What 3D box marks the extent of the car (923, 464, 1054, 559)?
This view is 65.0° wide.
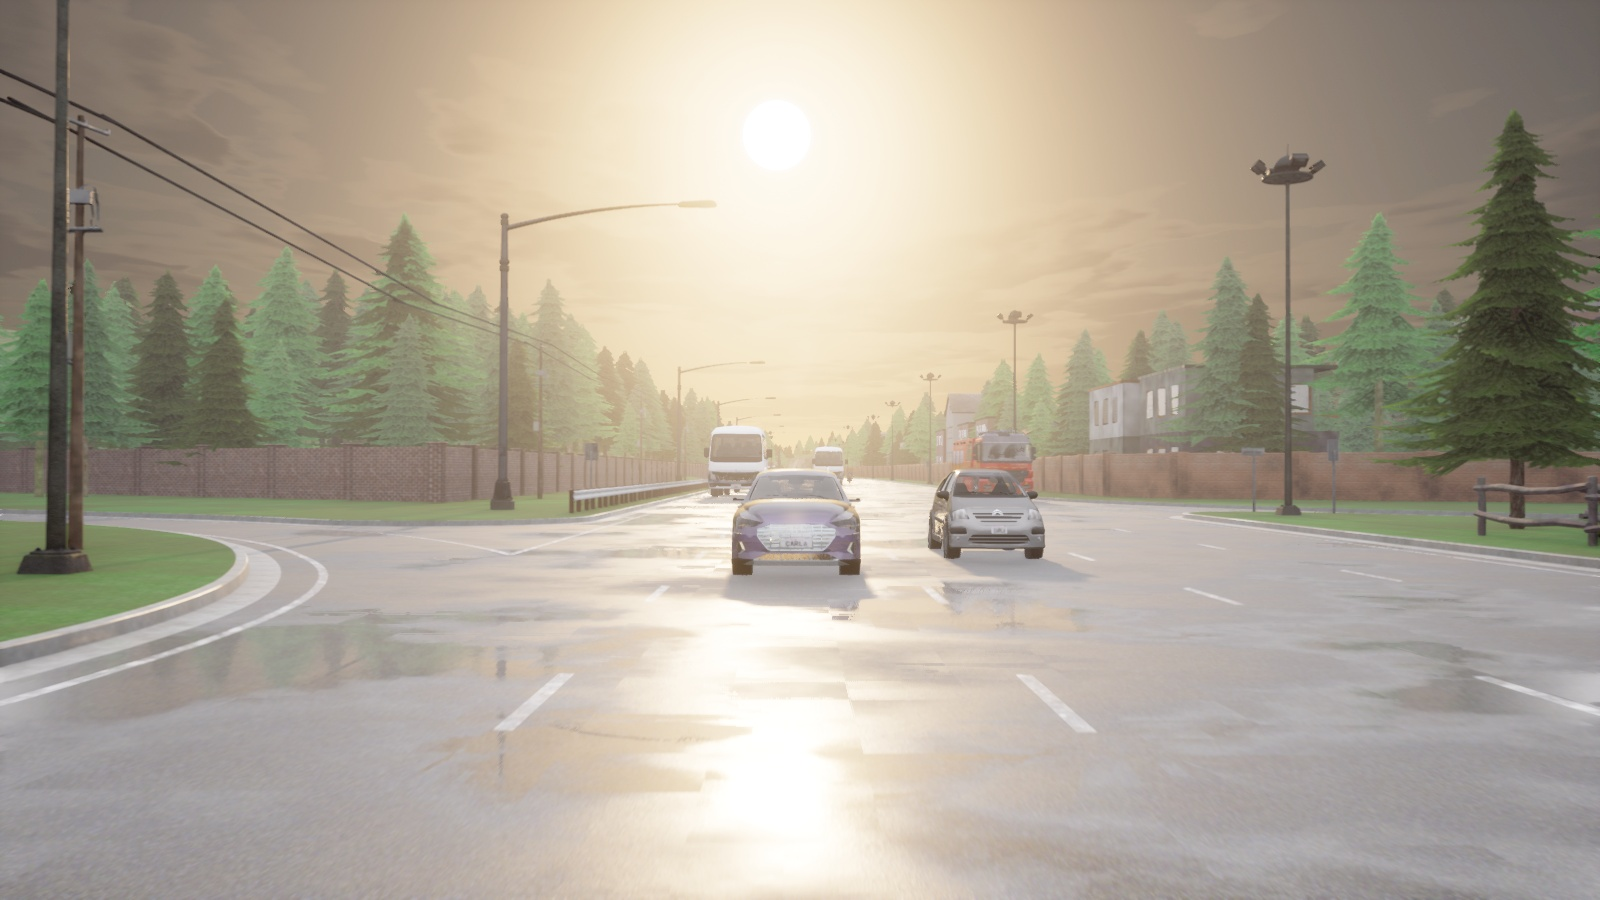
[{"bbox_3d":[3.443,1.089,23.602,1.851,1.617,3.988,0,-1,0],"label":"car"}]

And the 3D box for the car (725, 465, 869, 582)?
[{"bbox_3d":[-0.049,1.078,20.195,2.033,1.649,4.856,0,-1,0],"label":"car"}]

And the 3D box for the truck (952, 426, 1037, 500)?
[{"bbox_3d":[10.599,0.752,69.303,2.891,3.827,8.468,0,-1,-3],"label":"truck"}]

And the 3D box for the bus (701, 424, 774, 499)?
[{"bbox_3d":[-3.687,0.721,76.819,3.944,4.253,10.273,0,-1,0],"label":"bus"}]
